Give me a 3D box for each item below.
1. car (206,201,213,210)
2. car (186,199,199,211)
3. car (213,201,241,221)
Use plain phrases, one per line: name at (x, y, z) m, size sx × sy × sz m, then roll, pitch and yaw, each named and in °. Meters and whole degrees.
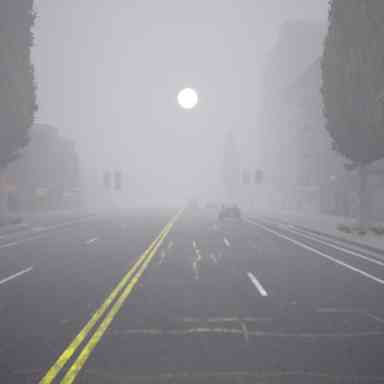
car at (3.257, 2.166, 55.373) m, size 2.128 × 1.511 × 4.902 m, roll 0°, pitch -1°, yaw 0°
car at (0.103, 2.151, 51.847) m, size 2.033 × 1.411 × 5.357 m, roll 0°, pitch -1°, yaw 0°
car at (3.304, 1.743, 30.162) m, size 2.128 × 1.511 × 4.902 m, roll 0°, pitch -1°, yaw 1°
